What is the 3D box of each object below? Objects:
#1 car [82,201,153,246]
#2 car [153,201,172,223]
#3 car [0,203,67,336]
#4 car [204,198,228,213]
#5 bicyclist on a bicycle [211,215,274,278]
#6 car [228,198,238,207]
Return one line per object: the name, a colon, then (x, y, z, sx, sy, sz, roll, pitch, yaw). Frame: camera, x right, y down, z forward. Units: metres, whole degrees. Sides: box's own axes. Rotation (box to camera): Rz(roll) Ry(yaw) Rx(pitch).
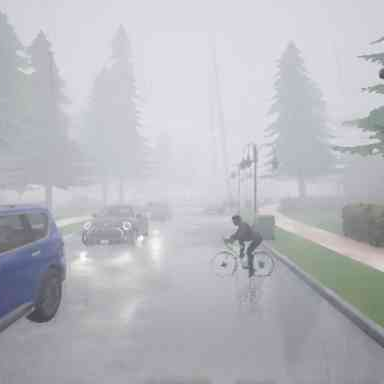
car: (-3.305, 1.340, 15.108, 2.097, 1.767, 4.553, 0, 0, 2)
car: (-2.743, 1.472, 25.506, 2.128, 1.511, 4.902, 0, 0, 6)
car: (-3.551, 1.220, 4.337, 2.150, 2.045, 5.566, 0, 0, 1)
car: (2.568, 1.498, 36.622, 1.812, 1.442, 4.674, 0, 0, 12)
bicyclist on a bicycle: (1.313, 1.421, 8.621, 1.656, 1.620, 0.582, 0, 0, 1)
car: (5.750, 1.527, 49.076, 1.994, 1.385, 4.181, 0, 0, 18)
